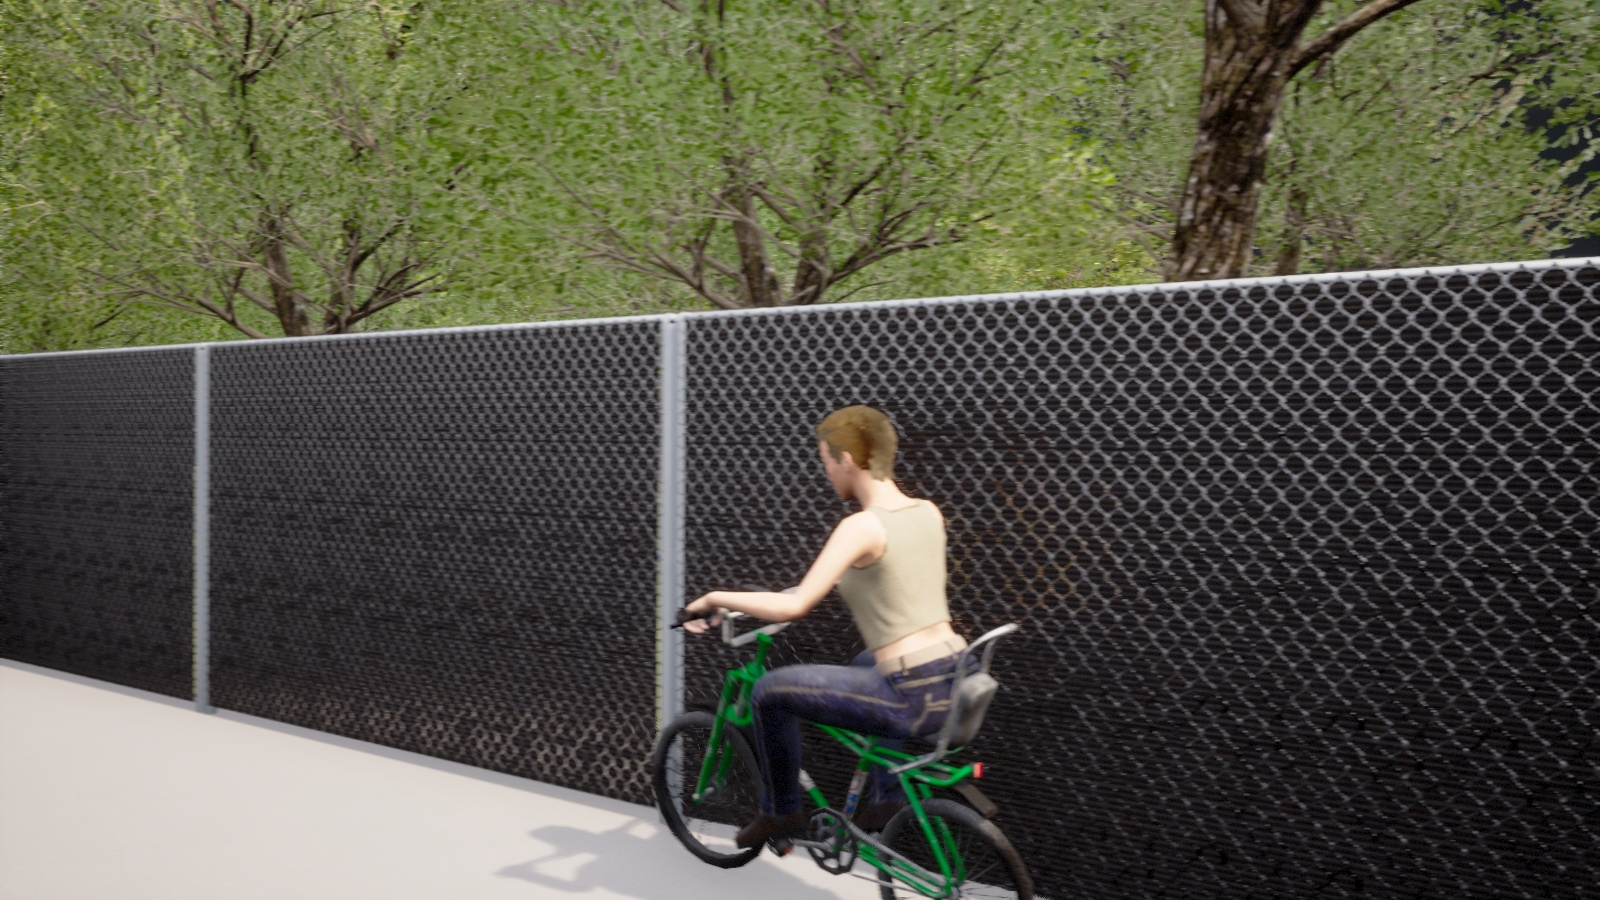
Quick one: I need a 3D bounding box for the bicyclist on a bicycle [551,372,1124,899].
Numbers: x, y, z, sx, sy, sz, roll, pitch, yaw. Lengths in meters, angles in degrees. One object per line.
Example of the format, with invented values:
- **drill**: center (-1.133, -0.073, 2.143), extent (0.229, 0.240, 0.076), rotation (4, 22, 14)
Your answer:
- **bicyclist on a bicycle**: center (0.071, 0.646, 3.904), extent (1.509, 1.612, 0.866), rotation (8, 12, 40)
